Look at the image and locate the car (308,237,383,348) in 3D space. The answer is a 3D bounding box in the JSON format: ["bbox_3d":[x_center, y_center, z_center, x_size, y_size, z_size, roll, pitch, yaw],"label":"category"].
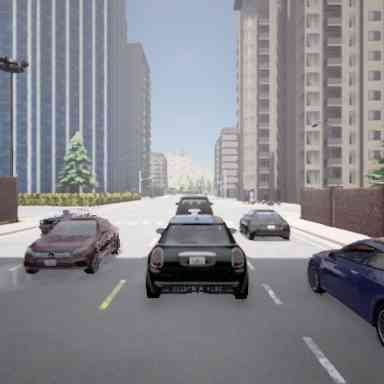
[{"bbox_3d":[3.610,1.529,5.877,1.812,1.442,4.674,0,0,0],"label":"car"}]

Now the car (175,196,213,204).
[{"bbox_3d":[0.141,1.236,20.528,2.150,2.045,5.566,0,0,0],"label":"car"}]

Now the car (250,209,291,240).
[{"bbox_3d":[3.626,1.574,17.123,1.994,1.385,4.181,0,0,1],"label":"car"}]

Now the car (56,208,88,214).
[{"bbox_3d":[-6.962,1.633,19.173,1.895,1.301,4.718,0,0,0],"label":"car"}]

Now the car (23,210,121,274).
[{"bbox_3d":[-3.551,1.532,10.716,1.812,1.442,4.674,0,0,0],"label":"car"}]

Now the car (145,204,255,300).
[{"bbox_3d":[0.112,1.356,8.573,2.097,1.767,4.553,0,0,0],"label":"car"}]
